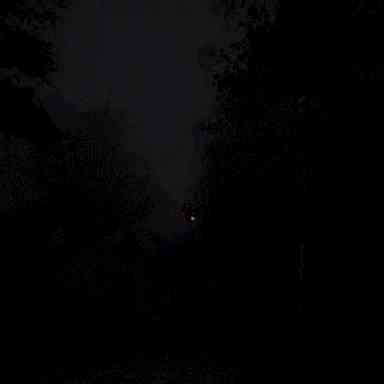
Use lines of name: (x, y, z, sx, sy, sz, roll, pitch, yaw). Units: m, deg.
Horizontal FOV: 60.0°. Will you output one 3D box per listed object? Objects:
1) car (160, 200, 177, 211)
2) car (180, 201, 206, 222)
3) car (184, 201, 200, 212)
car: (-2.971, 1.742, 43.045, 1.994, 1.385, 4.181, 0, -1, 0)
car: (0.051, 1.596, 25.856, 1.895, 1.301, 4.718, 0, 0, 0)
car: (-0.028, 1.762, 41.933, 1.895, 1.301, 4.718, 0, -1, 0)
